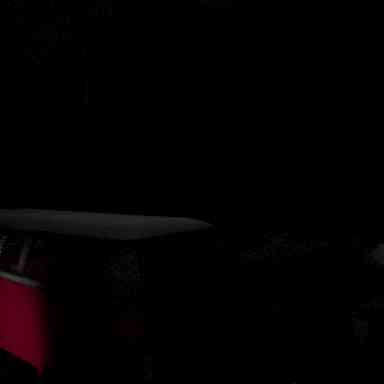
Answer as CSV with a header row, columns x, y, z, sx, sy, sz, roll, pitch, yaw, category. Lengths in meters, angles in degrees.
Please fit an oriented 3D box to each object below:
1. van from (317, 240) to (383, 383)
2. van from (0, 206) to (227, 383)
x,y,z,sx,sy,sz,roll,pitch,yaw,category
2.718,1.252,1.377,4.442,1.987,1.878,0,0,36,van
-1.797,1.260,4.599,4.442,1.987,1.878,0,0,36,van
